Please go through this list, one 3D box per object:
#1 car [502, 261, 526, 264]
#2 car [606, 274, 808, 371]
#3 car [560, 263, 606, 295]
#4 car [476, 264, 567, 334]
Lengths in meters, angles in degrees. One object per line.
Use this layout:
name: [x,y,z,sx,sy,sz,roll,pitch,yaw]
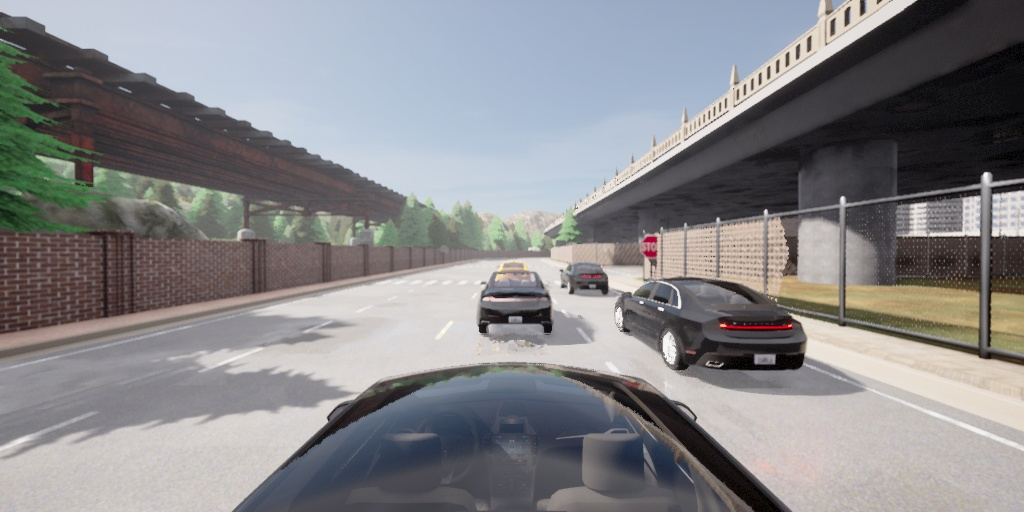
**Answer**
car: [0.119,1.017,21.619,1.882,1.535,5.008,0,1,1]
car: [3.602,1.194,7.517,1.837,1.490,4.892,0,1,0]
car: [3.612,1.078,18.470,1.837,1.490,4.892,0,1,0]
car: [0.086,1.152,10.275,2.128,1.511,4.902,0,1,0]
